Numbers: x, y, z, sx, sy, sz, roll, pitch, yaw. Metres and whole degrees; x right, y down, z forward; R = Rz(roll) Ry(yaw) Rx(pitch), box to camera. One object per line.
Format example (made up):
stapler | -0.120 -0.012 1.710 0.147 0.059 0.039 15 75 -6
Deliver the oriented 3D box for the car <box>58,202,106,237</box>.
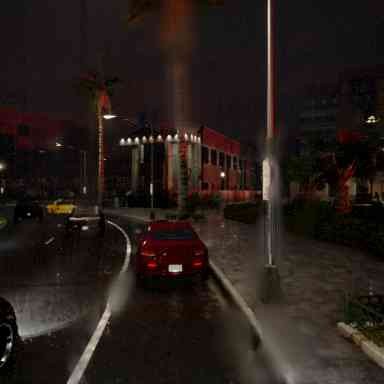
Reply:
car | -5.795 1.488 18.230 2.128 1.511 4.902 0 0 -16

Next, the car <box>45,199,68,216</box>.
car | -12.737 1.445 31.934 1.801 1.575 5.366 0 0 -35

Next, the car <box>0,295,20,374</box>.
car | -3.298 1.562 2.835 1.994 1.385 4.181 0 0 -2

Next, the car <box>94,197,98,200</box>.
car | -26.644 1.554 85.529 4.718 1.301 1.895 0 0 24

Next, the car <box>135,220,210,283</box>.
car | -0.665 1.525 9.662 1.812 1.442 4.674 0 0 -7

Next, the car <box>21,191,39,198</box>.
car | -33.931 1.226 68.961 4.553 1.767 2.185 0 0 24

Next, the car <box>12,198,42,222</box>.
car | -13.133 1.467 26.449 1.882 1.535 5.008 0 0 -29
